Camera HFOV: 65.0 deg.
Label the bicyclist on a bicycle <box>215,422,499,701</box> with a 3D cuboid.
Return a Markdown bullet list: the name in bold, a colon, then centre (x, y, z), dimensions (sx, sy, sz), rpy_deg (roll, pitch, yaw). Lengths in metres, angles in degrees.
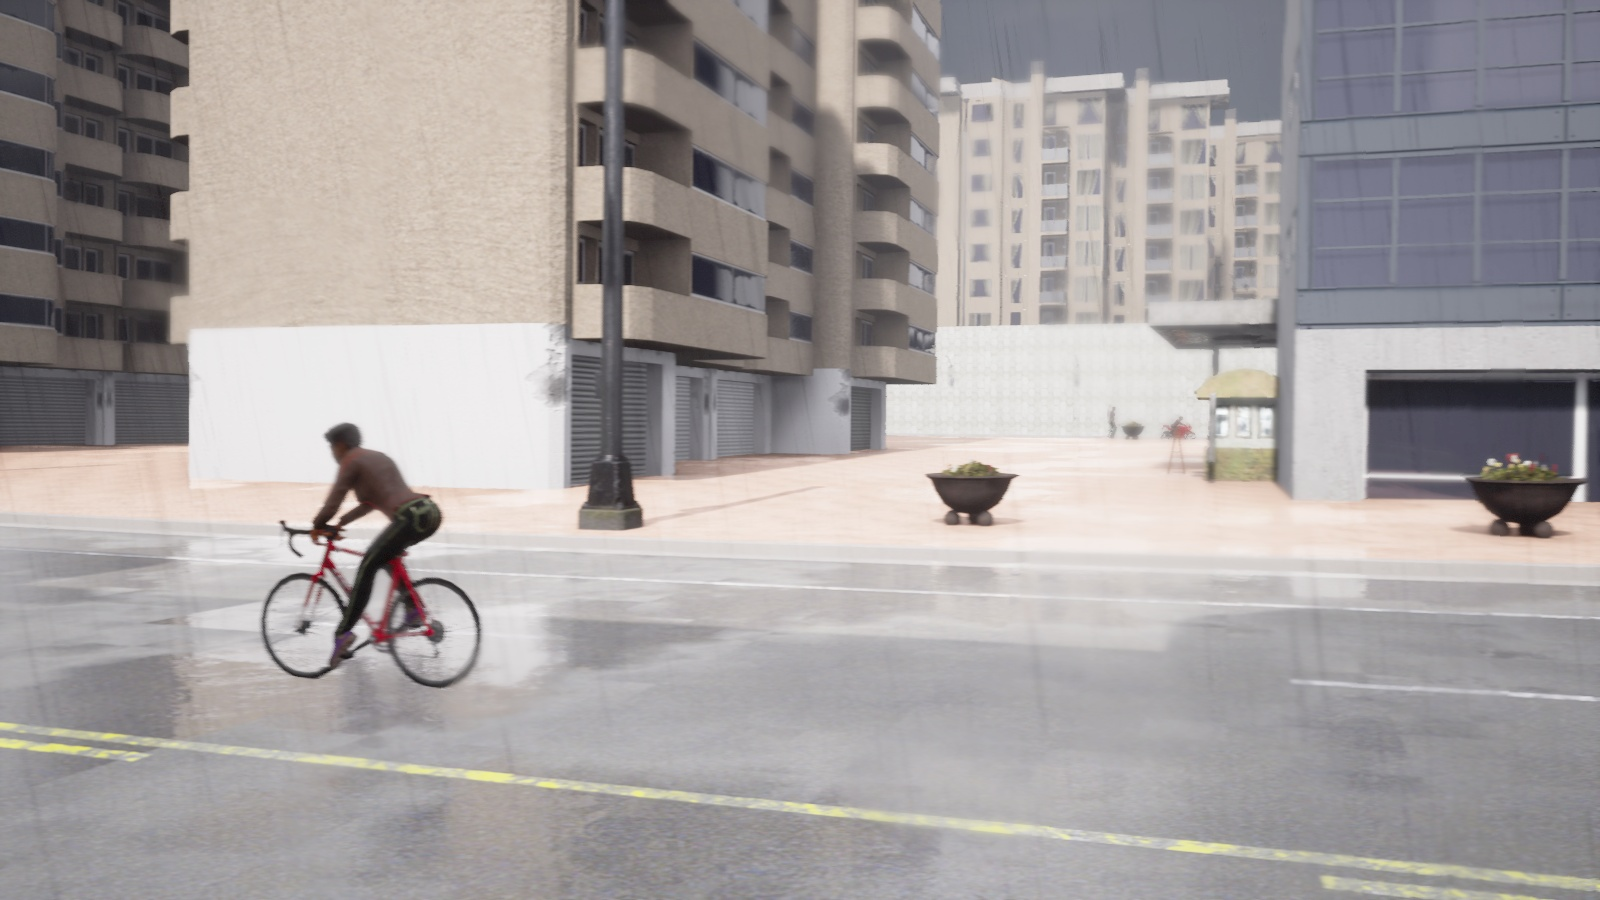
- **bicyclist on a bicycle**: centre (-2.752, 0.636, 7.812), dimensions (1.656, 1.620, 0.582), rpy_deg (0, 1, 19)

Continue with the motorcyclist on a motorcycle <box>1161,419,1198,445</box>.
- **motorcyclist on a motorcycle**: centre (22.743, -1.096, 75.335), dimensions (2.044, 1.523, 0.797), rpy_deg (1, 1, 20)

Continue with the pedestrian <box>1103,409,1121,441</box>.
- **pedestrian**: centre (17.597, -1.421, 70.802), dimensions (0.869, 1.805, 0.328), rpy_deg (1, 1, 0)
